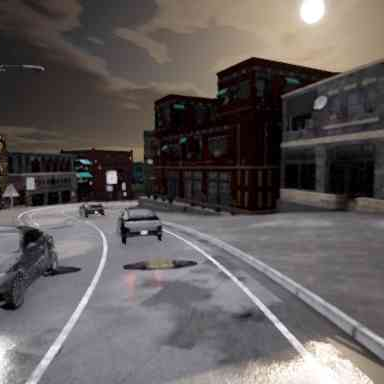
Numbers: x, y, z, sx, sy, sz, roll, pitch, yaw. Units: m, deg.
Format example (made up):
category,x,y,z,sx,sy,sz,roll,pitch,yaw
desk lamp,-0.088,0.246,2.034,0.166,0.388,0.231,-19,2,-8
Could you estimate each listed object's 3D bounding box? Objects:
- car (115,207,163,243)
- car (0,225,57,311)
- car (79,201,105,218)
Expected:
category,x,y,z,sx,sy,sz,roll,pitch,yaw
car,-2.682,1.509,16.378,2.128,1.511,4.902,-2,0,-16
car,-4.533,1.574,7.858,1.812,1.442,4.674,-2,1,-9
car,-10.054,1.678,33.248,1.837,1.490,4.892,-3,0,-27
